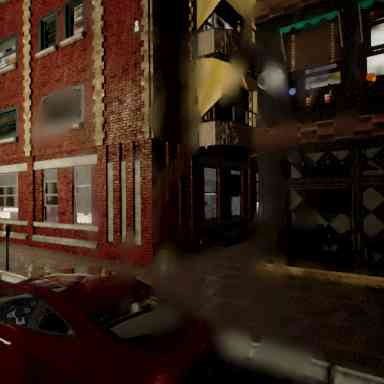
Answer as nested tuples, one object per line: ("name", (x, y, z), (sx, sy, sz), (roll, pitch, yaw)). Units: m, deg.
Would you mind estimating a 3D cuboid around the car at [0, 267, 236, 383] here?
("car", (-1.515, 1.583, 3.934), (4.206, 1.307, 1.802), (0, -1, 36))
